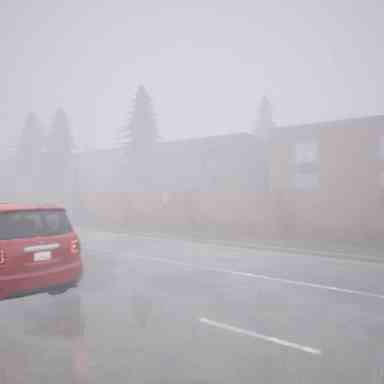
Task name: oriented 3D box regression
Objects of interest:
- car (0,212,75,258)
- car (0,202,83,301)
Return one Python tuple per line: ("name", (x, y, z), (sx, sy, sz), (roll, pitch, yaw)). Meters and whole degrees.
("car", (-6.939, 1.620, 13.753), (4.181, 1.385, 1.994), (0, 0, 38))
("car", (-4.808, 1.251, 7.644), (5.566, 2.045, 2.150), (0, 0, 38))
